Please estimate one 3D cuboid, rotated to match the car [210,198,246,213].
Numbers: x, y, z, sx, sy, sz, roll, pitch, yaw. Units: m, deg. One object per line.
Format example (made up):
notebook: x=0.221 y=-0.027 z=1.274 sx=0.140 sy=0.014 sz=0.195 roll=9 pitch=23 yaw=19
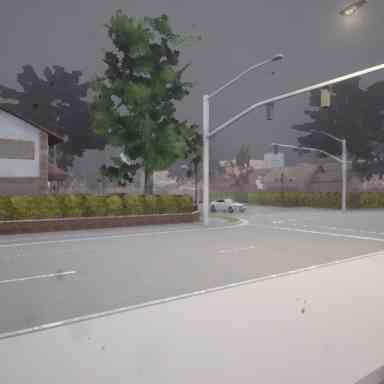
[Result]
car: x=3.795 y=1.435 z=36.354 sx=1.812 sy=1.442 sz=4.674 roll=0 pitch=0 yaw=-36
